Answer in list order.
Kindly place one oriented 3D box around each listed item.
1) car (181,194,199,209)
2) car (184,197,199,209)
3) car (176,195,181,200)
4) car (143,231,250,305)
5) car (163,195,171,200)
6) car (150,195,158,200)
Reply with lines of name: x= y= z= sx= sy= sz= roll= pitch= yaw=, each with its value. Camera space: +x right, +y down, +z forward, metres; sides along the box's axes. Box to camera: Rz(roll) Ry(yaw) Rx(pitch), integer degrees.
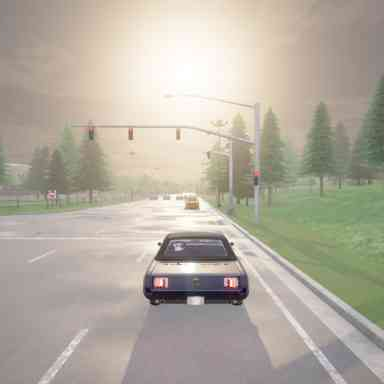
car: x=-0.104 y=1.101 z=46.108 sx=1.882 sy=1.535 sz=5.008 roll=-3 pitch=16 yaw=-5
car: x=-0.056 y=1.577 z=49.670 sx=2.033 sy=1.411 sz=5.357 roll=0 pitch=1 yaw=2
car: x=-3.391 y=1.553 z=91.127 sx=1.994 sy=1.385 sz=4.181 roll=0 pitch=0 yaw=0
car: x=0.088 y=1.601 z=8.002 sx=1.895 sy=1.301 sz=4.718 roll=0 pitch=0 yaw=0
car: x=-6.891 y=1.540 z=91.132 sx=2.033 sy=1.411 sz=5.357 roll=0 pitch=0 yaw=0
car: x=-10.391 y=1.540 z=91.136 sx=2.033 sy=1.411 sz=5.357 roll=0 pitch=0 yaw=0
